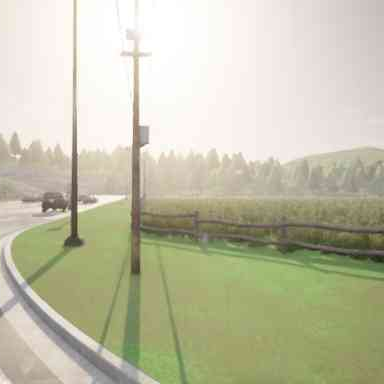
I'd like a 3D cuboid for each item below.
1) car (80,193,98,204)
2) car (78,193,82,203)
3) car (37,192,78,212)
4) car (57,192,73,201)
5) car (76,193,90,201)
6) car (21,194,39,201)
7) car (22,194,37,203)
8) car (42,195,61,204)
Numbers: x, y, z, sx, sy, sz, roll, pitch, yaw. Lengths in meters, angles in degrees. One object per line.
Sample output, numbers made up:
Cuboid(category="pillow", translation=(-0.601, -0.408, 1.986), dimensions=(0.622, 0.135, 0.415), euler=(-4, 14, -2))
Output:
Cuboid(category="car", translation=(-16.788, 1.309, 55.110), dimensions=(1.895, 1.301, 4.718), euler=(0, 0, -8))
Cuboid(category="car", translation=(-20.847, 1.278, 58.187), dimensions=(1.895, 1.301, 4.718), euler=(0, 0, -8))
Cuboid(category="car", translation=(-14.008, 1.020, 34.963), dimensions=(2.150, 2.045, 5.566), euler=(0, 0, -8))
Cuboid(category="car", translation=(-25.671, 0.806, 67.557), dimensions=(2.097, 1.767, 4.553), euler=(0, 0, -8))
Cuboid(category="car", translation=(-22.208, 0.965, 68.066), dimensions=(1.837, 1.490, 4.892), euler=(0, 0, -8))
Cuboid(category="car", translation=(-32.672, 1.111, 67.100), dimensions=(1.812, 1.442, 4.674), euler=(0, 0, -8))
Cuboid(category="car", translation=(-27.939, 1.188, 59.082), dimensions=(2.033, 1.411, 5.357), euler=(0, 0, -8))
Cuboid(category="car", translation=(-24.323, 1.188, 57.772), dimensions=(1.812, 1.442, 4.674), euler=(0, 0, -8))
